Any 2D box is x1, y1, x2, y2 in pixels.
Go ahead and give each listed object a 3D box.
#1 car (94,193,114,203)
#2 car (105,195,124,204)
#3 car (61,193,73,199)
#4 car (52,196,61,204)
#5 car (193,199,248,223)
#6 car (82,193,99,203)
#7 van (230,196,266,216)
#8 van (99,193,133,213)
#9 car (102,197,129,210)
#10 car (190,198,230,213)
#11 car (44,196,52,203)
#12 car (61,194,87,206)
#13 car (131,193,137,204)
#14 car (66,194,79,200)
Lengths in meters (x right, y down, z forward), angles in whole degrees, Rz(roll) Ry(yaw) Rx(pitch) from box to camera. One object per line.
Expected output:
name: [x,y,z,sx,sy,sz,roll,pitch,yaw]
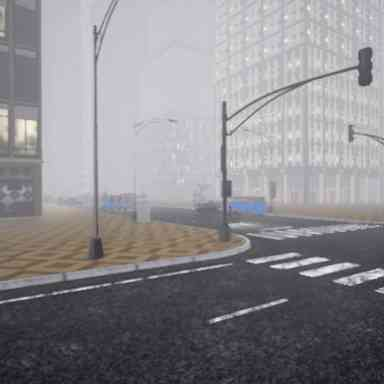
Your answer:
car: [-16.769,1.043,63.046,2.192,1.841,5.009,0,0,-34]
car: [-13.664,1.299,58.459,1.887,1.381,4.507,0,0,-34]
car: [-32.387,1.118,86.125,1.752,1.417,4.829,0,0,-34]
car: [-20.604,1.353,53.761,2.008,1.369,4.403,0,0,-34]
car: [1.858,1.522,25.185,1.994,1.385,4.181,0,1,-34]
car: [-18.096,1.299,60.202,2.033,1.411,5.357,0,0,-34]
van: [5.055,1.252,31.001,1.690,1.788,3.998,0,0,-34]
van: [-8.186,1.249,35.411,1.690,1.788,3.998,0,0,-34]
car: [-9.746,1.425,42.352,1.994,1.385,4.181,0,1,-34]
car: [1.876,1.430,35.537,1.887,1.381,4.507,0,0,-34]
car: [-26.814,1.331,62.937,1.802,1.307,4.206,0,0,-34]
car: [-17.500,1.395,49.174,1.947,1.339,4.313,0,0,-34]
car: [-10.559,1.096,53.870,2.192,1.841,5.009,0,0,-34]
car: [-29.187,1.171,81.397,2.008,1.369,4.403,0,0,-34]
